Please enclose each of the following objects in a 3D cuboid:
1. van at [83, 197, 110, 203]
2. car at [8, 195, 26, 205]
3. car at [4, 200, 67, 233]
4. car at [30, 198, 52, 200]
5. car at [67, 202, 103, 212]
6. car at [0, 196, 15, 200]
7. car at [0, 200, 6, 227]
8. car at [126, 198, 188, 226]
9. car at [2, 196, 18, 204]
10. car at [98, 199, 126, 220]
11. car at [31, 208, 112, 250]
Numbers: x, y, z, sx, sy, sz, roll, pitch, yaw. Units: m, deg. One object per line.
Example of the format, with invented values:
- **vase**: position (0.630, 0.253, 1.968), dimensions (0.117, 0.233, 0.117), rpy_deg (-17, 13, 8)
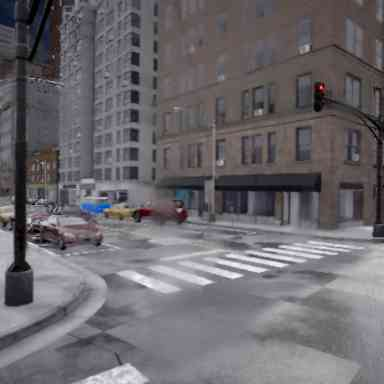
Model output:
- **van**: position (-9.425, 1.382, 32.665), dimensions (1.690, 1.788, 3.998), rpy_deg (-1, 1, -40)
- **car**: position (-30.590, 1.431, 58.025), dimensions (1.967, 1.590, 4.097), rpy_deg (-1, 0, -40)
- **car**: position (-8.916, 1.461, 18.751), dimensions (1.967, 1.590, 4.097), rpy_deg (-1, 0, -40)
- **car**: position (-20.006, 1.564, 45.346), dimensions (2.008, 1.369, 4.403), rpy_deg (-1, 1, -40)
- **car**: position (-8.262, 1.580, 22.295), dimensions (2.033, 1.411, 5.357), rpy_deg (0, 0, -40)
- **car**: position (-21.627, 1.337, 38.311), dimensions (2.097, 1.767, 4.553), rpy_deg (0, 0, -40)
- **car**: position (-12.333, 1.535, 22.846), dimensions (1.752, 1.417, 4.829), rpy_deg (-1, 0, -40)
- **car**: position (-2.372, 1.380, 24.212), dimensions (2.192, 1.841, 5.009), rpy_deg (-1, 1, -40)
- **car**: position (-34.116, 1.529, 62.252), dimensions (1.887, 1.381, 4.507), rpy_deg (-1, 0, -40)
- **car**: position (-6.007, 1.578, 28.571), dimensions (1.752, 1.417, 4.829), rpy_deg (-1, 1, -40)
- **car**: position (-5.388, 1.616, 14.525), dimensions (1.802, 1.307, 4.206), rpy_deg (-1, 0, -40)
